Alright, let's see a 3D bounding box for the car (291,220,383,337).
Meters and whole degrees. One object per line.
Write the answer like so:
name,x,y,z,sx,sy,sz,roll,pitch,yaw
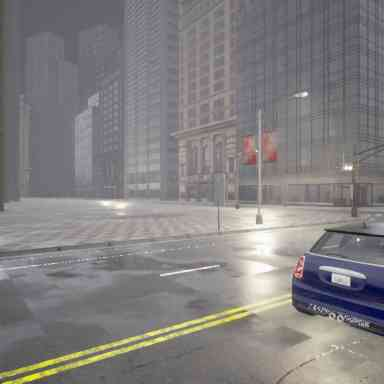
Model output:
car,3.992,1.352,6.303,4.553,1.767,2.097,0,0,-36
